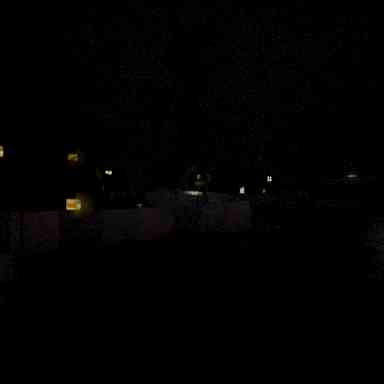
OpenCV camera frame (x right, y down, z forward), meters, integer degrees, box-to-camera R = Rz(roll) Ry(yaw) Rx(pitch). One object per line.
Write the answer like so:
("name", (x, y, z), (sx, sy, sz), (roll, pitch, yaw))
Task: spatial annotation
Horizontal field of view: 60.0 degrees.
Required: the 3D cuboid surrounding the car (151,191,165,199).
("car", (-6.437, 0.639, 61.664), (1.812, 1.442, 4.674), (1, 1, -21))
